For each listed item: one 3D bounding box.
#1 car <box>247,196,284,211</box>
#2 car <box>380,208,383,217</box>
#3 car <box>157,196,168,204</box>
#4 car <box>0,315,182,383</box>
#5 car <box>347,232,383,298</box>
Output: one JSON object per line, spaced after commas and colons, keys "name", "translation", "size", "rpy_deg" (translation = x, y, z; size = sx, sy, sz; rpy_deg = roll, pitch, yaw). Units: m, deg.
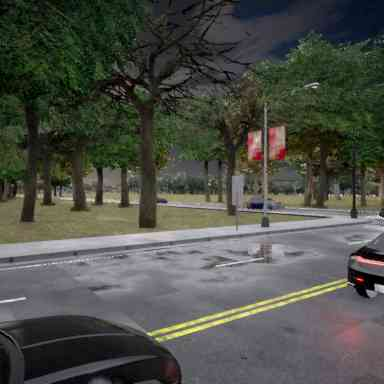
{"name": "car", "translation": [8.647, 1.329, 39.187], "size": [2.097, 1.767, 4.553], "rpy_deg": [0, 0, -35]}
{"name": "car", "translation": [15.792, 1.552, 24.518], "size": [2.033, 1.411, 5.357], "rpy_deg": [0, 0, 8]}
{"name": "car", "translation": [-6.343, 1.506, 60.390], "size": [2.033, 1.411, 5.357], "rpy_deg": [0, 0, -35]}
{"name": "car", "translation": [-2.332, 1.478, 1.777], "size": [5.008, 1.535, 1.882], "rpy_deg": [0, 0, -36]}
{"name": "car", "translation": [5.336, 1.492, 7.242], "size": [4.902, 1.511, 2.128], "rpy_deg": [0, 0, -35]}
